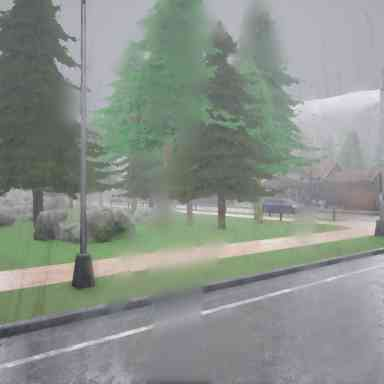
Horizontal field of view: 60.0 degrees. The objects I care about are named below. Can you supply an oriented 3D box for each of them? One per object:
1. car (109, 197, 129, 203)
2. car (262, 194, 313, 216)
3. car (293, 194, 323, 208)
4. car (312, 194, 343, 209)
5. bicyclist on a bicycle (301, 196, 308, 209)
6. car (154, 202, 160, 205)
[{"bbox_3d":[-14.619,1.477,66.395,4.902,1.511,2.128,0,0,42],"label":"car"},{"bbox_3d":[8.925,1.338,32.408,2.097,1.767,4.553,0,0,-37],"label":"car"},{"bbox_3d":[15.556,1.161,44.502,3.866,1.878,1.905,0,0,-37],"label":"car"},{"bbox_3d":[17.375,1.160,42.723,4.605,1.855,1.932,0,0,-37],"label":"car"},{"bbox_3d":[13.214,1.267,39.182,1.656,1.620,0.582,0,0,-37],"label":"bicyclist on a bicycle"},{"bbox_3d":[-4.751,1.478,50.568,2.128,1.511,4.902,0,0,-38],"label":"car"}]
